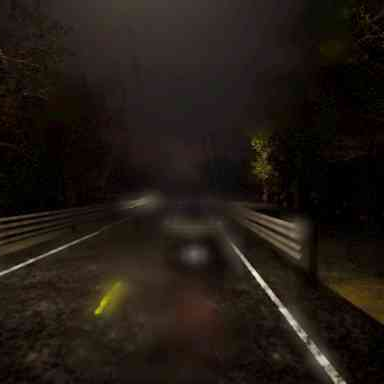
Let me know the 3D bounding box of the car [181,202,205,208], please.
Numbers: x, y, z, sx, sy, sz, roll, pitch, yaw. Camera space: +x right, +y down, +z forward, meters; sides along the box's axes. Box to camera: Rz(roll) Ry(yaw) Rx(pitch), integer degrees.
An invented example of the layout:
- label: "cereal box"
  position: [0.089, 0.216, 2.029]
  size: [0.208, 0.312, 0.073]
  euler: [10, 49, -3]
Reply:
- label: "car"
  position: [0.070, 1.547, 27.639]
  size: [1.812, 1.442, 4.674]
  euler: [0, 0, 0]

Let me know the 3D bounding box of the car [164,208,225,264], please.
- label: "car"
  position: [0.079, 1.514, 11.805]
  size: [1.837, 1.490, 4.892]
  euler: [0, 0, 0]
